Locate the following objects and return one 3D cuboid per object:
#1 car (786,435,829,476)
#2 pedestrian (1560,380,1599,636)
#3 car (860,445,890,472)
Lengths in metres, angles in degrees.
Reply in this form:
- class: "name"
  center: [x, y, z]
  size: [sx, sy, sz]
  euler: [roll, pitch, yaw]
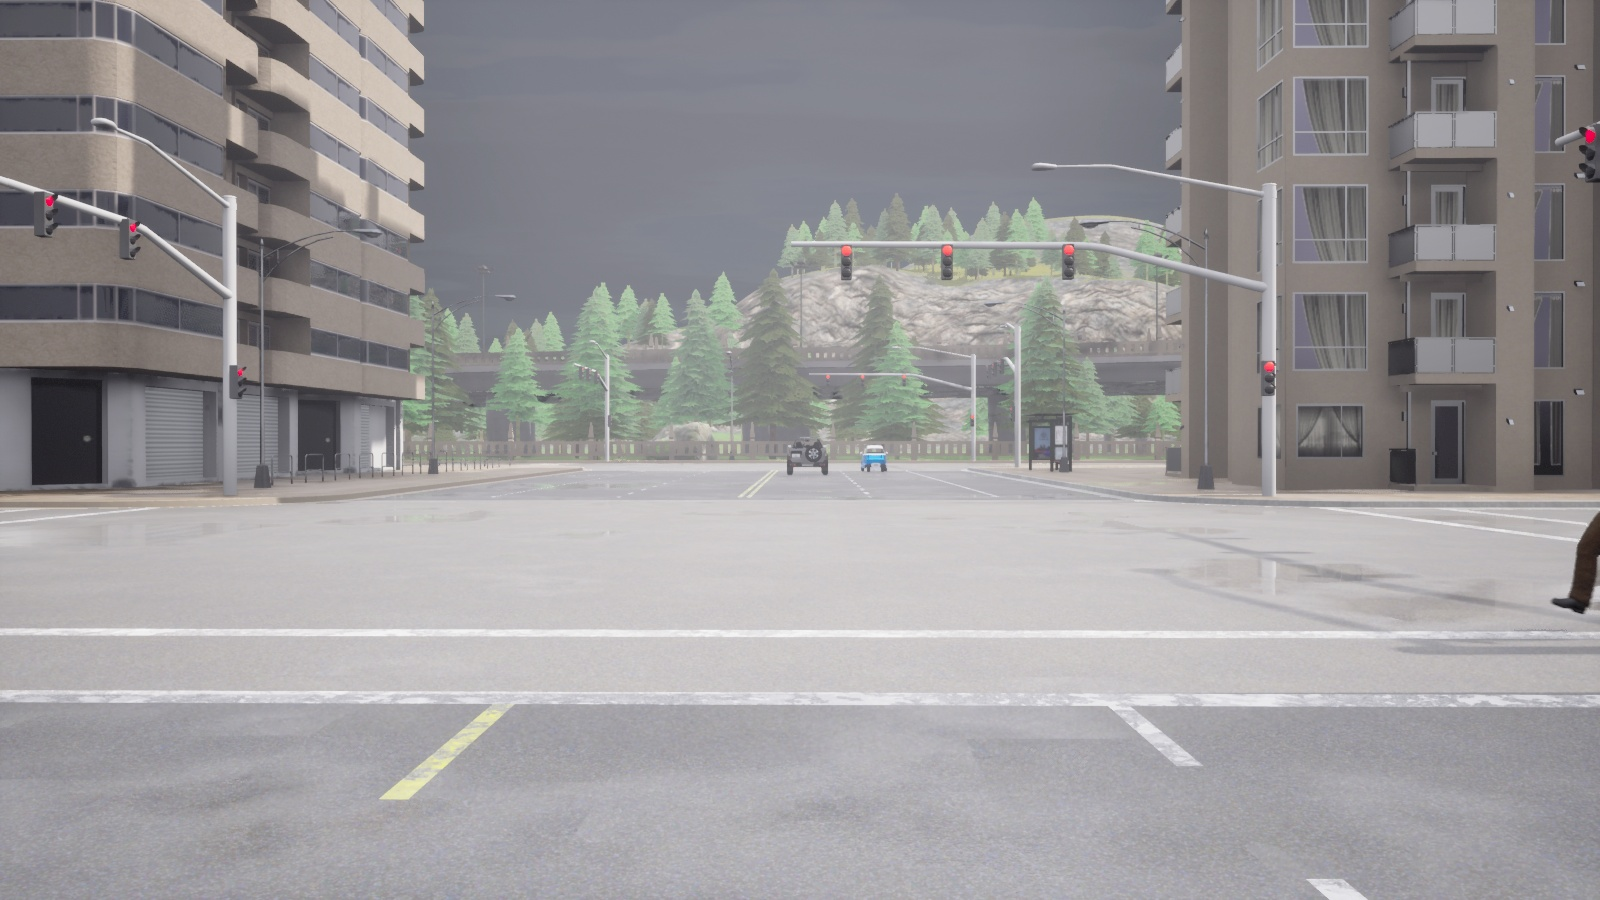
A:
- class: "car"
  center: [0.350, 0.229, 59.258]
  size: [1.932, 1.855, 4.605]
  euler: [0, 0, 0]
- class: "pedestrian"
  center: [6.318, 0.436, 9.657]
  size: [0.692, 1.930, 0.395]
  euler: [0, 0, 2]
- class: "car"
  center: [3.885, 0.436, 65.278]
  size: [1.481, 1.376, 2.207]
  euler: [0, 1, 1]
